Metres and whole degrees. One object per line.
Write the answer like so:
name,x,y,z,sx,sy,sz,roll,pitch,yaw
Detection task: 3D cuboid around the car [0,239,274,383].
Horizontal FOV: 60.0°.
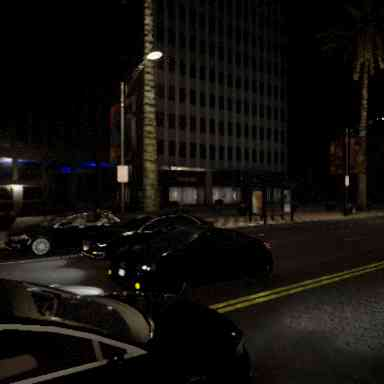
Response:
car,-1.652,1.492,2.569,4.902,1.511,2.128,0,0,-36

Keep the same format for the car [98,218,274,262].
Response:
car,0.104,1.552,8.362,4.181,1.385,1.994,0,0,-35

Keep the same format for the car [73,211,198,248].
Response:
car,-1.308,1.491,11.654,4.892,1.490,1.837,0,0,-35

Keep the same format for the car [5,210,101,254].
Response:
car,-4.513,1.472,13.040,4.892,1.521,2.231,0,0,-35
